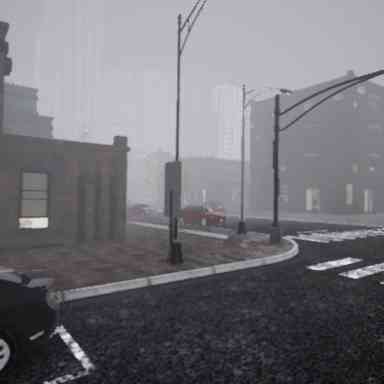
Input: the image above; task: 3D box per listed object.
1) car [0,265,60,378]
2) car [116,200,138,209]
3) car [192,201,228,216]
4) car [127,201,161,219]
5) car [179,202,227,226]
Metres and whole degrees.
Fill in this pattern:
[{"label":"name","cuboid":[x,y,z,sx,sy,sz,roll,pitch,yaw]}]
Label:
[{"label":"car","cuboid":[-3.865,1.550,3.786,4.403,1.369,2.008,0,1,-35]},{"label":"car","cuboid":[-10.741,2.061,55.002,1.752,1.417,4.829,1,-1,-35]},{"label":"car","cuboid":[1.943,1.784,36.962,1.967,1.590,4.097,1,-1,-35]},{"label":"car","cuboid":[-4.508,1.744,31.111,1.802,1.307,4.206,1,-1,-35]},{"label":"car","cuboid":[0.649,1.630,23.734,1.887,1.381,4.507,1,-1,-35]}]
